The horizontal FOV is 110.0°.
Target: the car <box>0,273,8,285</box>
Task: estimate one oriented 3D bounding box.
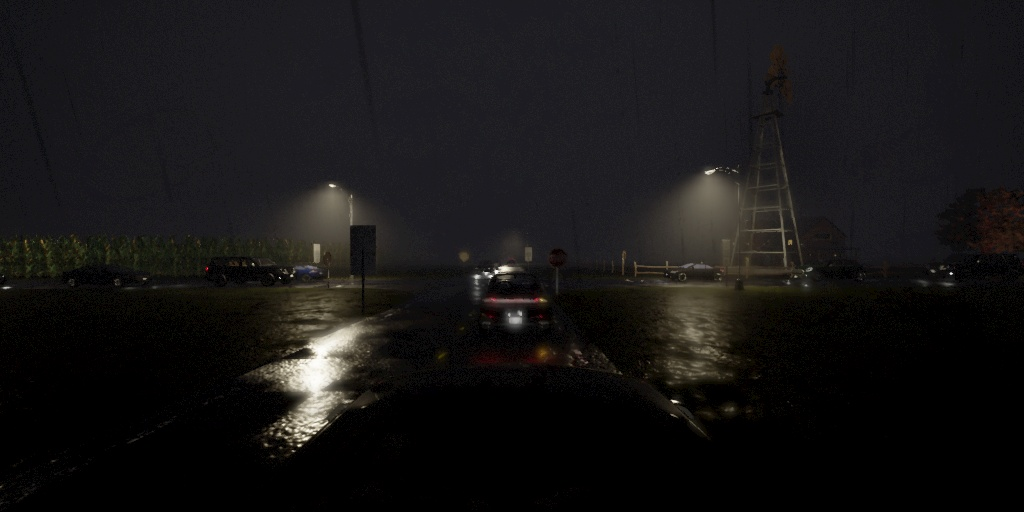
[{"bbox_3d":[-38.430,1.422,25.014,4.674,1.442,1.812,0,1,-1],"label":"car"}]

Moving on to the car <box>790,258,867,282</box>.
[{"bbox_3d":[23.900,0.986,27.261,4.553,1.767,2.097,0,1,2],"label":"car"}]

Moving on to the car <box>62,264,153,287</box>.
[{"bbox_3d":[-28.190,1.335,25.063,5.008,1.535,1.882,0,1,0],"label":"car"}]

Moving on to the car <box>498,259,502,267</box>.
[{"bbox_3d":[-2.947,1.315,53.190,1.895,1.301,4.718,0,0,0],"label":"car"}]

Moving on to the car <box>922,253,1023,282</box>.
[{"bbox_3d":[34.509,0.814,26.883,5.566,2.045,2.150,0,1,3],"label":"car"}]

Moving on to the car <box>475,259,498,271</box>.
[{"bbox_3d":[-2.975,1.230,40.675,1.837,1.490,4.892,0,1,1],"label":"car"}]

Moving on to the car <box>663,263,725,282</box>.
[{"bbox_3d":[13.920,1.231,27.541,4.181,1.385,1.994,0,1,2],"label":"car"}]

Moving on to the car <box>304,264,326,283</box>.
[{"bbox_3d":[-16.947,1.340,28.046,4.181,1.385,1.994,0,1,0],"label":"car"}]

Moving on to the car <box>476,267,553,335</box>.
[{"bbox_3d":[0.096,1.240,10.539,2.128,1.511,4.902,0,0,0],"label":"car"}]

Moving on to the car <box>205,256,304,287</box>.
[{"bbox_3d":[-18.155,1.042,25.058,5.566,2.045,2.150,0,1,0],"label":"car"}]
